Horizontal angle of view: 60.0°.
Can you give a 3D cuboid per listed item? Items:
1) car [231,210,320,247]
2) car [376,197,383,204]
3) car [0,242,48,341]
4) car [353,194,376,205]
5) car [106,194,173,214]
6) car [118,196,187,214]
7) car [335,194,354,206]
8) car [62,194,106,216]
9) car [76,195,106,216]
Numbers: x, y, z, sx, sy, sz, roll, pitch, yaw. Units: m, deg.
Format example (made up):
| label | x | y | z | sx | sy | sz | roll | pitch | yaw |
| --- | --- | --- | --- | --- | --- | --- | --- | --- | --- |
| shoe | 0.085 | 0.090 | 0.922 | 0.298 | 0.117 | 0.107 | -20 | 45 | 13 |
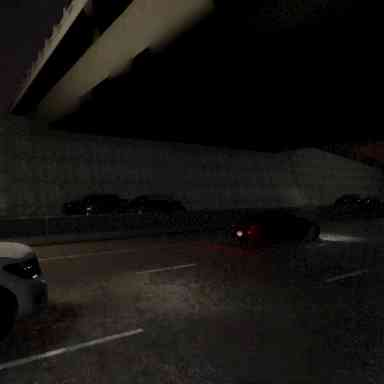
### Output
| label | x | y | z | sx | sy | sz | roll | pitch | yaw |
| --- | --- | --- | --- | --- | --- | --- | --- | --- | --- |
| car | 3.843 | 1.553 | 15.104 | 4.674 | 1.442 | 1.812 | 0 | 0 | -36 |
| car | 31.220 | 1.693 | 51.981 | 4.674 | 1.442 | 1.812 | 0 | 0 | -36 |
| car | -5.003 | 1.215 | 4.478 | 5.566 | 2.045 | 2.150 | 1 | 0 | -35 |
| car | 29.209 | 1.522 | 54.845 | 4.553 | 1.767 | 2.097 | 0 | 0 | -36 |
| car | -3.740 | 1.250 | 27.121 | 5.566 | 2.045 | 2.150 | 0 | 0 | -36 |
| car | -2.524 | 1.379 | 23.689 | 4.553 | 1.767 | 2.097 | 0 | 0 | -35 |
| car | 27.124 | 1.447 | 57.658 | 5.566 | 2.045 | 2.150 | 0 | 0 | -36 |
| car | -9.342 | 1.245 | 31.722 | 5.566 | 2.045 | 2.150 | 0 | 0 | -35 |
| car | -7.280 | 1.376 | 28.894 | 4.553 | 1.767 | 2.097 | 0 | 0 | -35 |
